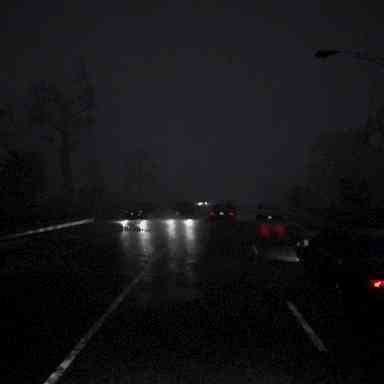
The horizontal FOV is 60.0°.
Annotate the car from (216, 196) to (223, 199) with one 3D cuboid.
[{"bbox_3d":[6.034,1.547,69.214,2.033,1.411,5.357,0,0,10],"label":"car"}]

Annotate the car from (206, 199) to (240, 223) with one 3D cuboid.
[{"bbox_3d":[2.411,1.553,25.609,2.033,1.411,5.357,0,0,8],"label":"car"}]

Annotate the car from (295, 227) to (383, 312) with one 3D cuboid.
[{"bbox_3d":[3.954,1.558,7.901,2.033,1.411,5.357,0,0,4],"label":"car"}]

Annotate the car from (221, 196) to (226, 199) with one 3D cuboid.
[{"bbox_3d":[5.186,1.576,42.744,1.994,1.385,4.181,0,0,10],"label":"car"}]

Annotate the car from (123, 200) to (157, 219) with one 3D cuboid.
[{"bbox_3d":[-4.405,1.488,28.737,1.837,1.490,4.892,0,0,9],"label":"car"}]

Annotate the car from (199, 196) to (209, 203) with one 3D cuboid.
[{"bbox_3d":[2.444,1.551,68.981,1.994,1.385,4.181,0,0,10],"label":"car"}]

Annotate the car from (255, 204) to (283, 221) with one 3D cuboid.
[{"bbox_3d":[6.184,1.619,27.193,1.895,1.301,4.718,0,0,9],"label":"car"}]

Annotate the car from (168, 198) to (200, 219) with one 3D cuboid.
[{"bbox_3d":[-0.776,1.500,29.307,1.837,1.490,4.892,0,0,9],"label":"car"}]
